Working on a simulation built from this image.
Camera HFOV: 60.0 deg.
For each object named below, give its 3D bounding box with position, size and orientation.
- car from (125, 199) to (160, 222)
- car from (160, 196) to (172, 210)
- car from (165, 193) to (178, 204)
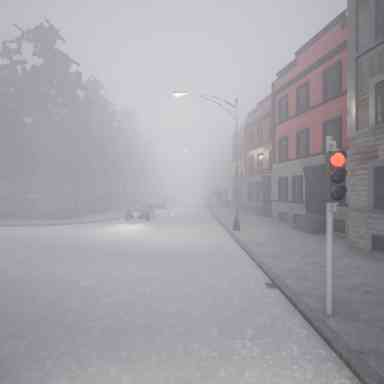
[{"bbox_3d":[-4.114,1.491,26.743,2.128,1.511,4.902,0,0,0],"label":"car"},{"bbox_3d":[-4.122,1.547,42.509,2.033,1.411,5.357,0,0,0],"label":"car"},{"bbox_3d":[-4.041,1.224,66.514,2.150,2.045,5.566,0,0,0],"label":"car"}]
